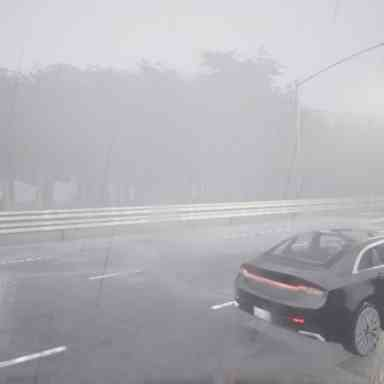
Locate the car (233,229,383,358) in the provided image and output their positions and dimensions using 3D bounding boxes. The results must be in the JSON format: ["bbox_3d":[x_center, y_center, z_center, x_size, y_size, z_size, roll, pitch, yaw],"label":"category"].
[{"bbox_3d":[2.945,1.414,5.906,4.902,1.511,2.128,-1,1,-35],"label":"car"}]
